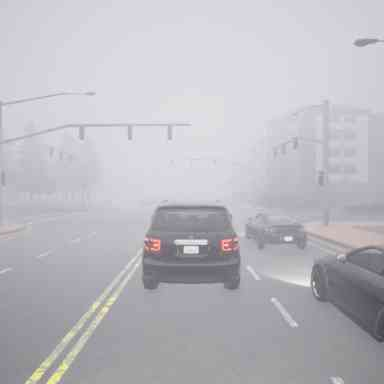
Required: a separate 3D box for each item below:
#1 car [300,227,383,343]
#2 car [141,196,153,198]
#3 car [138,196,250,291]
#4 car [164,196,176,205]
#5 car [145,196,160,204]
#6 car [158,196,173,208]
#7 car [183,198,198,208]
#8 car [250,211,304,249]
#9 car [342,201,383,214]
[{"bbox_3d":[3.566,1.564,5.624,1.994,1.385,4.181,0,0,0],"label":"car"},{"bbox_3d":[-7.404,1.478,53.012,1.882,1.535,5.008,0,0,-1],"label":"car"},{"bbox_3d":[-0.007,1.221,9.173,2.150,2.045,5.566,0,0,0],"label":"car"},{"bbox_3d":[-3.943,1.478,59.854,1.882,1.535,5.008,0,0,0],"label":"car"},{"bbox_3d":[-7.448,1.492,63.281,2.128,1.511,4.902,0,0,0],"label":"car"},{"bbox_3d":[-3.898,1.478,50.438,1.882,1.535,5.008,0,0,0],"label":"car"},{"bbox_3d":[-0.211,1.564,48.082,1.994,1.385,4.181,0,0,0],"label":"car"},{"bbox_3d":[3.492,1.526,14.357,1.812,1.442,4.674,0,0,0],"label":"car"},{"bbox_3d":[18.031,1.601,34.062,4.718,1.301,1.895,0,0,-2],"label":"car"}]
